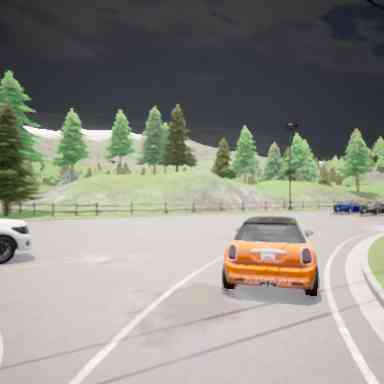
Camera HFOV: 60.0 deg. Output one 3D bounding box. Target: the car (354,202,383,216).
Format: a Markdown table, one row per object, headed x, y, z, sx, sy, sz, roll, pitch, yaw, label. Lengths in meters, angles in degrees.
| x | y | z | sx | sy | sz | roll | pitch | yaw | label |
| --- | --- | --- | --- | --- | --- | --- | --- | --- | --- |
| 20.481 | 1.884 | 37.040 | 4.674 | 1.442 | 1.812 | 1 | -1 | -33 | car |

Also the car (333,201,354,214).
| x | y | z | sx | sy | sz | roll | pitch | yaw | label |
| --- | --- | --- | --- | --- | --- | --- | --- | --- | --- |
| 19.237 | 1.856 | 40.400 | 5.008 | 1.535 | 1.882 | 0 | 0 | -33 | car |

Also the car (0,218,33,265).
| x | y | z | sx | sy | sz | roll | pitch | yaw | label |
| --- | --- | --- | --- | --- | --- | --- | --- | --- | --- |
| -8.100 | 1.274 | 10.439 | 5.566 | 2.045 | 2.150 | 0 | 0 | -33 | car |

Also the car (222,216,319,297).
| x | y | z | sx | sy | sz | roll | pitch | yaw | label |
| --- | --- | --- | --- | --- | --- | --- | --- | --- | --- |
| 2.225 | 1.430 | 9.186 | 2.097 | 1.767 | 4.553 | 0 | -1 | 16 | car |
